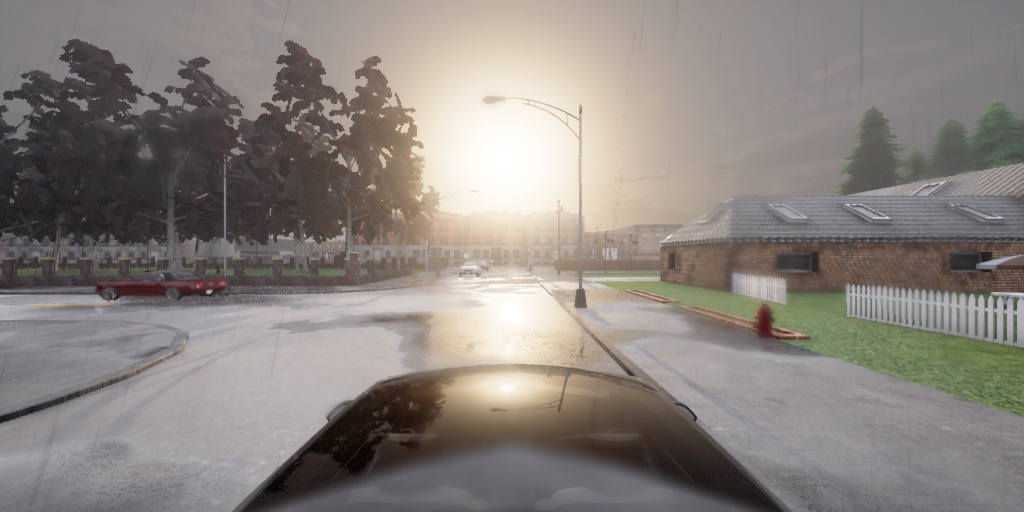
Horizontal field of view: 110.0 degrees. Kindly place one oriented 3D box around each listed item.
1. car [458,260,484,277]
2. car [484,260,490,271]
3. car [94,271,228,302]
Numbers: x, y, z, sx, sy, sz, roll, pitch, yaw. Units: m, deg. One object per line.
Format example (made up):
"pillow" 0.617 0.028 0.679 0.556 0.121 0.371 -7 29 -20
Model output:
"car" -4.100 1.276 35.709 1.812 1.442 4.674 0 0 0
"car" -4.061 1.275 48.007 1.812 1.442 4.674 0 0 0
"car" -16.064 1.351 16.510 4.718 1.301 1.895 0 0 2
